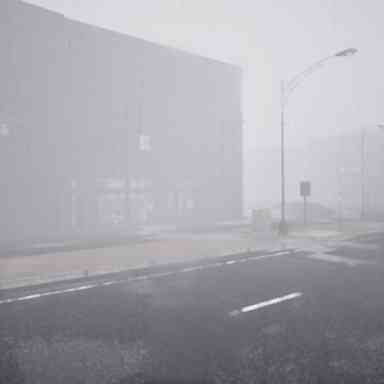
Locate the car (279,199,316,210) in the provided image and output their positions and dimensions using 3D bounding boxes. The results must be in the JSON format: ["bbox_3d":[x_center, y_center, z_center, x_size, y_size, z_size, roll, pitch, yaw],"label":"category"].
[{"bbox_3d":[14.008,1.646,44.448,2.008,1.369,4.403,-2,0,-36],"label":"car"}]

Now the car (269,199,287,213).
[{"bbox_3d":[11.749,1.677,37.671,2.033,1.411,5.357,-1,0,-36],"label":"car"}]

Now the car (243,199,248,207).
[{"bbox_3d":[7.565,1.802,53.449,1.802,1.307,4.206,-2,0,-36],"label":"car"}]

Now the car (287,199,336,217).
[{"bbox_3d":[11.954,1.687,32.715,1.947,1.339,4.313,-2,0,-36],"label":"car"}]

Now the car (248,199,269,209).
[{"bbox_3d":[10.786,1.740,48.949,1.802,1.307,4.206,-2,0,-36],"label":"car"}]
